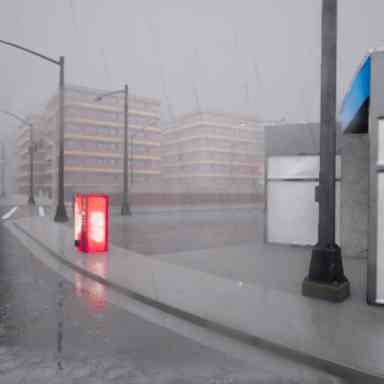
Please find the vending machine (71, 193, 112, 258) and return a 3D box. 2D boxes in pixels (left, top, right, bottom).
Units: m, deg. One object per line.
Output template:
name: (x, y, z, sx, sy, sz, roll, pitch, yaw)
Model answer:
vending machine: (-3.434, 1.080, 11.379, 1.100, 2.100, 0.880, 0, 1, -35)
